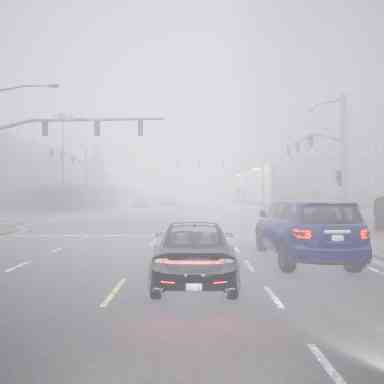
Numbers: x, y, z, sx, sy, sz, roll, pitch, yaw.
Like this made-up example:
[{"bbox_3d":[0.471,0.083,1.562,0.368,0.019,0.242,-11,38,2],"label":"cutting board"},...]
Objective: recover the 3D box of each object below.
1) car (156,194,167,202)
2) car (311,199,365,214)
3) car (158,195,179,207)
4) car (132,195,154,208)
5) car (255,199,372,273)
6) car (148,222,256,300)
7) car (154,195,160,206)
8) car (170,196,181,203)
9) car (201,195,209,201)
[{"bbox_3d":[-7.013,1.355,76.464,2.097,1.767,4.553,0,0,0],"label":"car"},{"bbox_3d":[15.577,1.560,35.638,4.892,1.490,1.837,0,0,0],"label":"car"},{"bbox_3d":[-3.595,1.547,51.890,2.033,1.411,5.357,0,0,0],"label":"car"},{"bbox_3d":[-7.153,1.352,47.272,2.097,1.767,4.553,0,0,2],"label":"car"},{"bbox_3d":[3.570,1.221,10.841,2.150,2.045,5.566,0,0,0],"label":"car"},{"bbox_3d":[0.055,1.492,8.396,2.128,1.511,4.902,0,0,0],"label":"car"},{"bbox_3d":[-7.094,1.352,56.096,2.097,1.767,4.553,0,0,0],"label":"car"},{"bbox_3d":[-3.512,1.540,71.885,2.033,1.411,5.357,0,0,0],"label":"car"},{"bbox_3d":[3.485,1.525,88.830,2.128,1.511,4.902,0,0,0],"label":"car"}]
